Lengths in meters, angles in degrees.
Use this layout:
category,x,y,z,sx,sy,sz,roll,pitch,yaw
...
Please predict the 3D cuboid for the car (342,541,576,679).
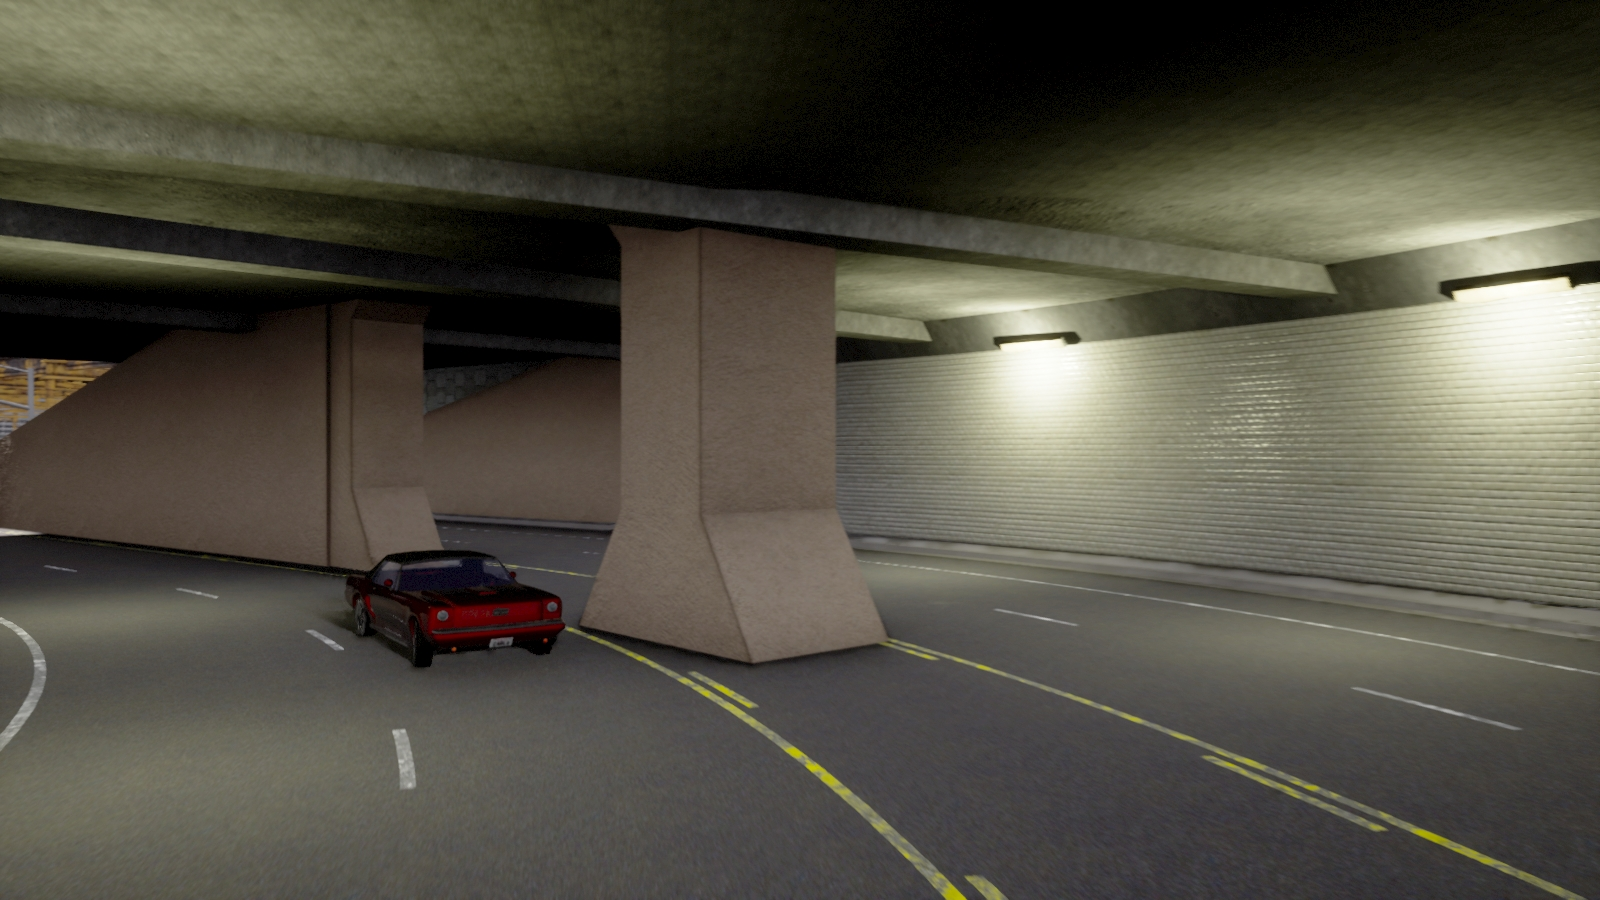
category,x,y,z,sx,sy,sz,roll,pitch,yaw
car,-5.068,2.157,16.492,1.895,1.301,4.718,0,0,-34
